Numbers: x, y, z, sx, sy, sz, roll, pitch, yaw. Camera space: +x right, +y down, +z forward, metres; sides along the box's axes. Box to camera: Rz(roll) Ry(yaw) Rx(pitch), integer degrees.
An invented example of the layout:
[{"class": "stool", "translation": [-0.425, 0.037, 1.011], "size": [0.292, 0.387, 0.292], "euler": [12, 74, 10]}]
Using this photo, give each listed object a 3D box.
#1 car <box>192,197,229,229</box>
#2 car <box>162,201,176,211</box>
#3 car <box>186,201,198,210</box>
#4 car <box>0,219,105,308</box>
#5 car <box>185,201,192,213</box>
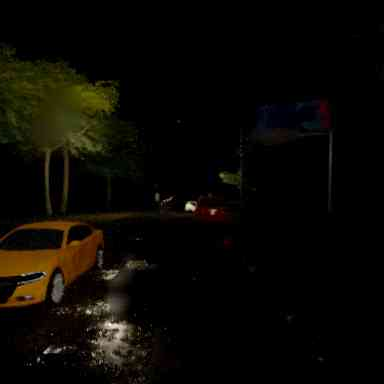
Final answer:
[{"class": "car", "translation": [1.237, 1.343, 22.496], "size": [2.150, 2.045, 5.566], "euler": [0, -1, 0]}, {"class": "car", "translation": [-3.543, 2.097, 51.136], "size": [1.882, 1.535, 5.008], "euler": [0, -2, 0]}, {"class": "car", "translation": [0.028, 2.313, 57.336], "size": [1.994, 1.385, 4.181], "euler": [0, -1, 0]}, {"class": "car", "translation": [-3.595, 1.492, 8.238], "size": [1.882, 1.535, 5.008], "euler": [0, 0, 0]}, {"class": "car", "translation": [0.055, 2.001, 44.260], "size": [1.812, 1.442, 4.674], "euler": [0, -1, 1]}]
